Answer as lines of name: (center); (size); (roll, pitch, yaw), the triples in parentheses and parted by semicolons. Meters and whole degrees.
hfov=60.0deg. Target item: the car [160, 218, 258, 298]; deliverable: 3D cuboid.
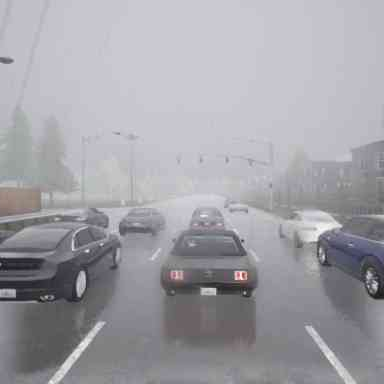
car: (0.416, 1.601, 8.528); (1.895, 1.301, 4.718); (0, 0, 2)

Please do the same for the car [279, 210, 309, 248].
car: (5.130, 1.526, 14.587); (1.812, 1.442, 4.674); (0, 0, 2)

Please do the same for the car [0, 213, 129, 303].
car: (-3.102, 1.505, 8.197); (1.837, 1.490, 4.892); (0, 0, 2)

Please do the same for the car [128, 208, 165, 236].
car: (-2.662, 1.564, 18.454); (1.994, 1.385, 4.181); (0, 0, 2)

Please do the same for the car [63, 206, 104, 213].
car: (-6.147, 1.526, 18.895); (1.812, 1.442, 4.674); (0, 0, 3)

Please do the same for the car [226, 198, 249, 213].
car: (5.065, 1.601, 36.570); (1.895, 1.301, 4.718); (0, 0, 3)

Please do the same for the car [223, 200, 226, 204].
car: (5.443, 1.547, 46.460); (2.033, 1.411, 5.357); (0, 0, 2)

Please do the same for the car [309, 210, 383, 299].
car: (4.871, 1.351, 8.563); (2.097, 1.767, 4.553); (0, 0, 2)

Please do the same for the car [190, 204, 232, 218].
car: (0.825, 1.547, 18.110); (2.033, 1.411, 5.357); (0, 0, 2)
